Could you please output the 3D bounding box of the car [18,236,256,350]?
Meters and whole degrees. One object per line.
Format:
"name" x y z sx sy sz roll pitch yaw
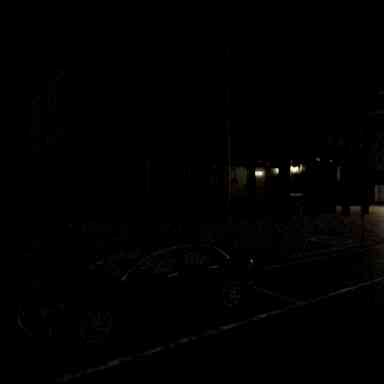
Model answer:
"car" -0.740 1.549 6.139 4.403 1.369 2.008 0 0 -36
